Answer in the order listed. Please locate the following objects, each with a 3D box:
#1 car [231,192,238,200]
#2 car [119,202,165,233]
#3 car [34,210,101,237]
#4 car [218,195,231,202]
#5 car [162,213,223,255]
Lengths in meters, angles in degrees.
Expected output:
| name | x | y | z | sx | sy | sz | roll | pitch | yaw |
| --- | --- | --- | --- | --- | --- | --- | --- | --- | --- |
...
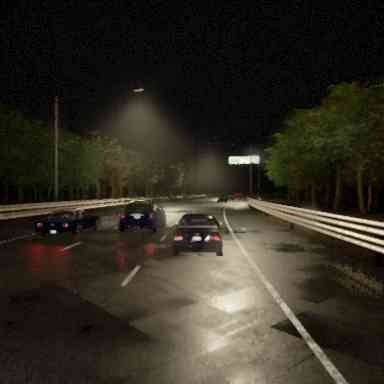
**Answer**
| name | x | y | z | sx | sy | sz | roll | pitch | yaw |
| --- | --- | --- | --- | --- | --- | --- | --- | --- | --- |
| car | 10.835 | 1.515 | 91.814 | 1.994 | 1.385 | 4.181 | 0 | 0 | 13 |
| car | -2.827 | 1.353 | 19.834 | 2.097 | 1.767 | 4.553 | 0 | 0 | 3 |
| car | -6.442 | 1.595 | 17.910 | 1.895 | 1.301 | 4.718 | 0 | 0 | 3 |
| car | 6.820 | 1.538 | 72.629 | 1.994 | 1.385 | 4.181 | 0 | 0 | 11 |
| car | 0.255 | 1.552 | 13.246 | 2.033 | 1.411 | 5.357 | 0 | 0 | 2 |
